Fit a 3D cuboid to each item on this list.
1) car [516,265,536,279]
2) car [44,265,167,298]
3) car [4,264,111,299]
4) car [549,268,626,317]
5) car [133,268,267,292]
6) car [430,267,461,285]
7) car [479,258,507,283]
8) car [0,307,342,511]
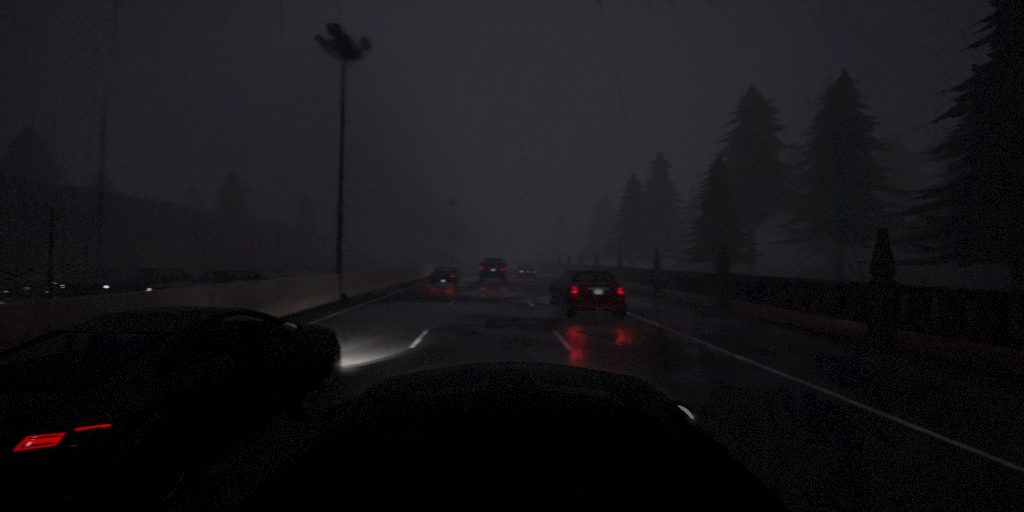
[{"bbox_3d":[1.445,1.634,38.072,2.033,1.411,5.357,1,0,-3],"label":"car"},{"bbox_3d":[-14.939,1.155,14.563,1.895,1.301,4.718,1,0,-3],"label":"car"},{"bbox_3d":[-18.500,1.054,15.566,1.994,1.385,4.181,1,0,-3],"label":"car"},{"bbox_3d":[2.808,1.264,14.265,2.097,1.767,4.553,1,-1,-3],"label":"car"},{"bbox_3d":[-11.404,1.223,14.038,1.895,1.301,4.718,1,0,-3],"label":"car"},{"bbox_3d":[-4.958,1.467,27.428,1.895,1.301,4.718,1,0,-3],"label":"car"},{"bbox_3d":[-1.620,1.182,30.479,2.150,2.045,5.566,1,0,-3],"label":"car"},{"bbox_3d":[-3.626,1.260,4.071,1.994,1.385,4.181,1,0,-3],"label":"car"}]
